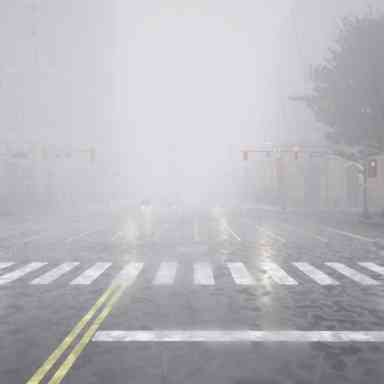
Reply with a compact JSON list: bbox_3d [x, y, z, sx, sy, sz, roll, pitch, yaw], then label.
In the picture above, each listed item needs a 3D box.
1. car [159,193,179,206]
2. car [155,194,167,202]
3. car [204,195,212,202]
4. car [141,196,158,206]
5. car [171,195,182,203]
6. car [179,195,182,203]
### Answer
[{"bbox_3d":[-3.580,1.348,53.347,2.097,1.767,4.553,0,0,0],"label":"car"},{"bbox_3d":[-6.860,1.351,73.840,2.097,1.767,4.553,0,0,1],"label":"car"},{"bbox_3d":[3.691,1.521,78.514,2.128,1.511,4.902,0,0,1],"label":"car"},{"bbox_3d":[-7.077,1.562,53.864,1.994,1.385,4.181,0,0,0],"label":"car"},{"bbox_3d":[-3.354,1.521,74.369,2.128,1.511,4.902,0,0,1],"label":"car"},{"bbox_3d":[-3.513,1.218,64.147,2.150,2.045,5.566,0,0,1],"label":"car"}]
